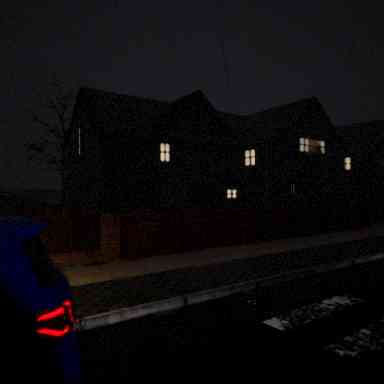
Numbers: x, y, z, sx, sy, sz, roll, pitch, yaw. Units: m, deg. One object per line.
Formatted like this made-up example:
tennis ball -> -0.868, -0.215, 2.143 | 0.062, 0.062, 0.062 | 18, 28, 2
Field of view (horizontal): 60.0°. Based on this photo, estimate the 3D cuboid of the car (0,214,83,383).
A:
car -> -3.572, 1.237, 2.008 | 5.566, 2.045, 2.150 | 0, 0, -35
